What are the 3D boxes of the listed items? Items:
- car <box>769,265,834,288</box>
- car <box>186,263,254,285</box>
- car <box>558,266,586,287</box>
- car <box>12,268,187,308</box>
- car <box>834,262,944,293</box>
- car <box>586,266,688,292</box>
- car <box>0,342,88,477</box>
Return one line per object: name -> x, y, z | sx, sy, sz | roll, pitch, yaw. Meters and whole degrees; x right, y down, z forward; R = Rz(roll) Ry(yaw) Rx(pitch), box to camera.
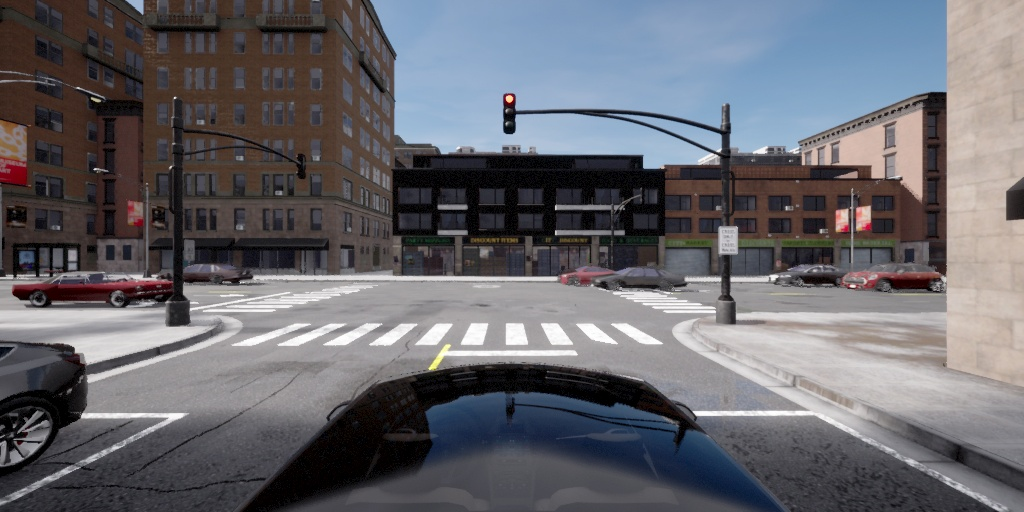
car -> 20.386, 1.355, 24.629 | 4.902, 1.511, 2.128 | 0, 0, -1
car -> -20.496, 1.207, 24.090 | 5.357, 1.411, 2.033 | 0, 0, -1
car -> 5.226, 1.348, 24.429 | 4.181, 1.385, 1.994 | 0, 0, -1
car -> -16.204, 1.280, 14.193 | 4.718, 1.301, 1.895 | 0, 0, -1
car -> 22.574, 1.226, 21.408 | 4.553, 1.767, 2.097 | 0, 0, -1
car -> 7.418, 1.342, 21.211 | 5.357, 1.411, 2.033 | 0, 0, -1
car -> -5.388, 1.316, 2.038 | 1.948, 1.339, 4.313 | 0, 0, -1
